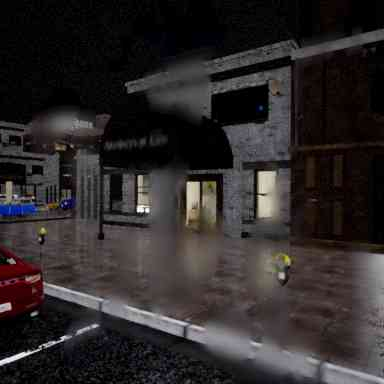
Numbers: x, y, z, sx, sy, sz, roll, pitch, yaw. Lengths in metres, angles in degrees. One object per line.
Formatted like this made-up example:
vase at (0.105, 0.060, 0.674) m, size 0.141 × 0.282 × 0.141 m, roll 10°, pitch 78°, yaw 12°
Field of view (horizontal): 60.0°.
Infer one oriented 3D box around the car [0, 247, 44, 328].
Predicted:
car at (-4.547, 1.544, 6.110) m, size 4.507 × 1.381 × 1.887 m, roll 0°, pitch 0°, yaw 35°

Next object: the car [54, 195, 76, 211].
car at (-13.711, 1.285, 41.540) m, size 2.150 × 2.045 × 5.566 m, roll 0°, pitch 0°, yaw 36°

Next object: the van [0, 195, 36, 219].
van at (-15.640, 1.413, 28.724) m, size 1.690 × 1.788 × 3.998 m, roll 0°, pitch 0°, yaw 35°

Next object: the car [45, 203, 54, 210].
car at (-16.244, 1.569, 42.453) m, size 1.752 × 1.417 × 4.829 m, roll 0°, pitch 0°, yaw 35°
